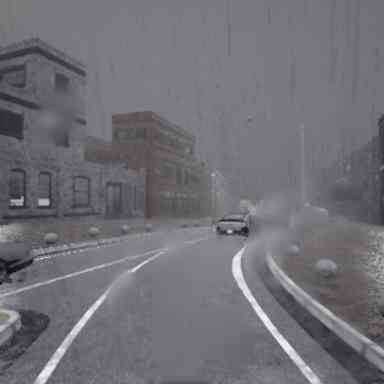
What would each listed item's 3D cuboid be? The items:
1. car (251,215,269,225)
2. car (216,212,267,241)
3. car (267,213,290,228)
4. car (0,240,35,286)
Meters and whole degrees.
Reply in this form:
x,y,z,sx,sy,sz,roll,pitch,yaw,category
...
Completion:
x,y,z,sx,sy,sz,roll,pitch,yaw,category
9.256,3.746,45.075,1.895,1.301,4.718,-1,-4,19,car
2.831,1.962,19.583,2.128,1.511,4.902,-1,-3,21,car
9.524,3.071,36.373,2.128,1.511,4.902,-1,-4,21,car
-6.043,1.620,7.111,2.033,1.411,5.357,-1,-1,22,car
